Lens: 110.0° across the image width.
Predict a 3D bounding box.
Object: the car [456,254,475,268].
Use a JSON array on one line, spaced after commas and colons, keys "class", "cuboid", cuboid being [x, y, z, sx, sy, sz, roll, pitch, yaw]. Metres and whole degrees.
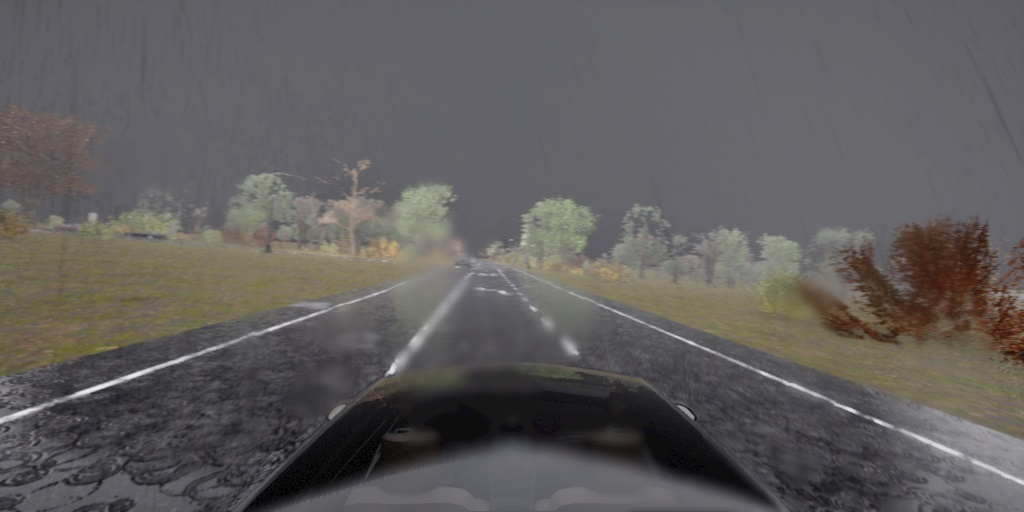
[{"class": "car", "cuboid": [-7.250, 0.785, 54.271, 2.150, 2.045, 5.566, 4, -1, -4]}]
